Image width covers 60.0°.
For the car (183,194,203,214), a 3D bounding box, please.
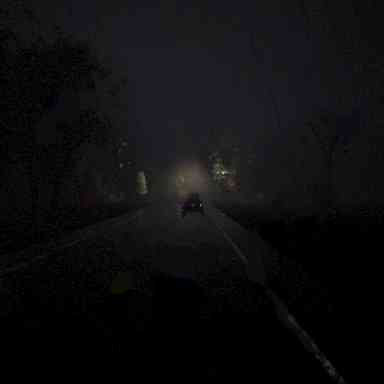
[{"bbox_3d":[0.124,1.363,35.459,2.097,1.767,4.553,0,0,0],"label":"car"}]
